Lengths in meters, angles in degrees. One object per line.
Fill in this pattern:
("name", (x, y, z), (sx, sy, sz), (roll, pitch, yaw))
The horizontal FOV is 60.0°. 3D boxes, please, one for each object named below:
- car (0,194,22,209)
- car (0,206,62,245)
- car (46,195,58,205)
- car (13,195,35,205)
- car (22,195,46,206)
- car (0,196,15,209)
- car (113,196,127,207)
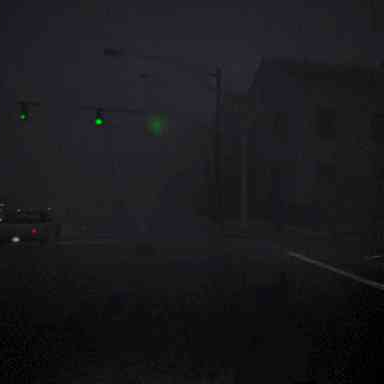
("car", (-17.698, 1.078, 30.638), (2.097, 1.767, 4.553), (1, 0, -12))
("car", (-7.083, 1.492, 14.719), (1.895, 1.301, 4.718), (1, 0, -12))
("car", (-21.709, 1.217, 50.562), (2.033, 1.411, 5.357), (1, 0, -12))
("car", (-25.143, 1.140, 49.889), (1.812, 1.442, 4.674), (1, 0, -12))
("car", (-19.661, 1.262, 40.373), (1.994, 1.385, 4.181), (1, 0, -11))
("car", (-23.193, 1.205, 40.160), (1.994, 1.385, 4.181), (1, 0, -12))
("car", (-10.669, 1.324, 49.498), (1.882, 1.535, 5.008), (1, 0, -12))
